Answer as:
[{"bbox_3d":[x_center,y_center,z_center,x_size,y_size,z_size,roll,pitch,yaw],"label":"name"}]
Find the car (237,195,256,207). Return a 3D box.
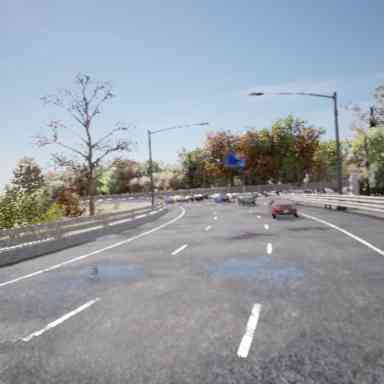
[{"bbox_3d":[7.404,1.166,45.854,2.128,1.511,4.902,-3,0,-4],"label":"car"}]

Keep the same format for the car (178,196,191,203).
[{"bbox_3d":[-2.462,1.861,76.580,1.895,1.301,4.718,-3,0,-21],"label":"car"}]

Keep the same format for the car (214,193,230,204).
[{"bbox_3d":[5.419,1.154,60.921,2.097,1.767,4.553,-3,0,-11],"label":"car"}]

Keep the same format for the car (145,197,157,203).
[{"bbox_3d":[-9.290,2.196,83.949,2.033,1.411,5.357,-3,0,-25],"label":"car"}]

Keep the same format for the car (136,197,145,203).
[{"bbox_3d":[-14.165,2.234,93.170,1.882,1.535,5.008,-3,0,-33],"label":"car"}]

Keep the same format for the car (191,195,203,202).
[{"bbox_3d":[0.918,1.558,77.499,1.882,1.535,5.008,-3,0,-21],"label":"car"}]

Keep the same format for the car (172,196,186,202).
[{"bbox_3d":[-3.467,1.818,87.919,1.882,1.535,5.008,-3,0,-28],"label":"car"}]

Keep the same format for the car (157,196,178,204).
[{"bbox_3d":[-5.654,1.980,75.123,2.033,1.411,5.357,-3,0,-21],"label":"car"}]

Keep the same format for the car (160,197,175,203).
[{"bbox_3d":[-6.407,2.025,85.996,2.128,1.511,4.902,-3,0,-28],"label":"car"}]

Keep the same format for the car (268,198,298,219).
[{"bbox_3d":[6.900,1.187,25.639,1.812,1.442,4.674,-3,0,8],"label":"car"}]

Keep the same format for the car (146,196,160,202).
[{"bbox_3d":[-11.152,2.092,94.944,1.837,1.490,4.892,-3,0,-33],"label":"car"}]
